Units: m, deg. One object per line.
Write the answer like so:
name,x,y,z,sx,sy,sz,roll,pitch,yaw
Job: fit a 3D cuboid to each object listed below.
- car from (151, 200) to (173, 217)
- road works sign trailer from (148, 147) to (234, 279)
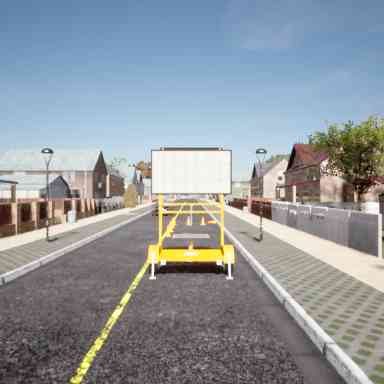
car,-2.853,1.542,32.567,2.128,1.511,4.902,0,0,0
road works sign trailer,-0.019,0.471,10.013,2.380,3.560,2.880,0,0,0
